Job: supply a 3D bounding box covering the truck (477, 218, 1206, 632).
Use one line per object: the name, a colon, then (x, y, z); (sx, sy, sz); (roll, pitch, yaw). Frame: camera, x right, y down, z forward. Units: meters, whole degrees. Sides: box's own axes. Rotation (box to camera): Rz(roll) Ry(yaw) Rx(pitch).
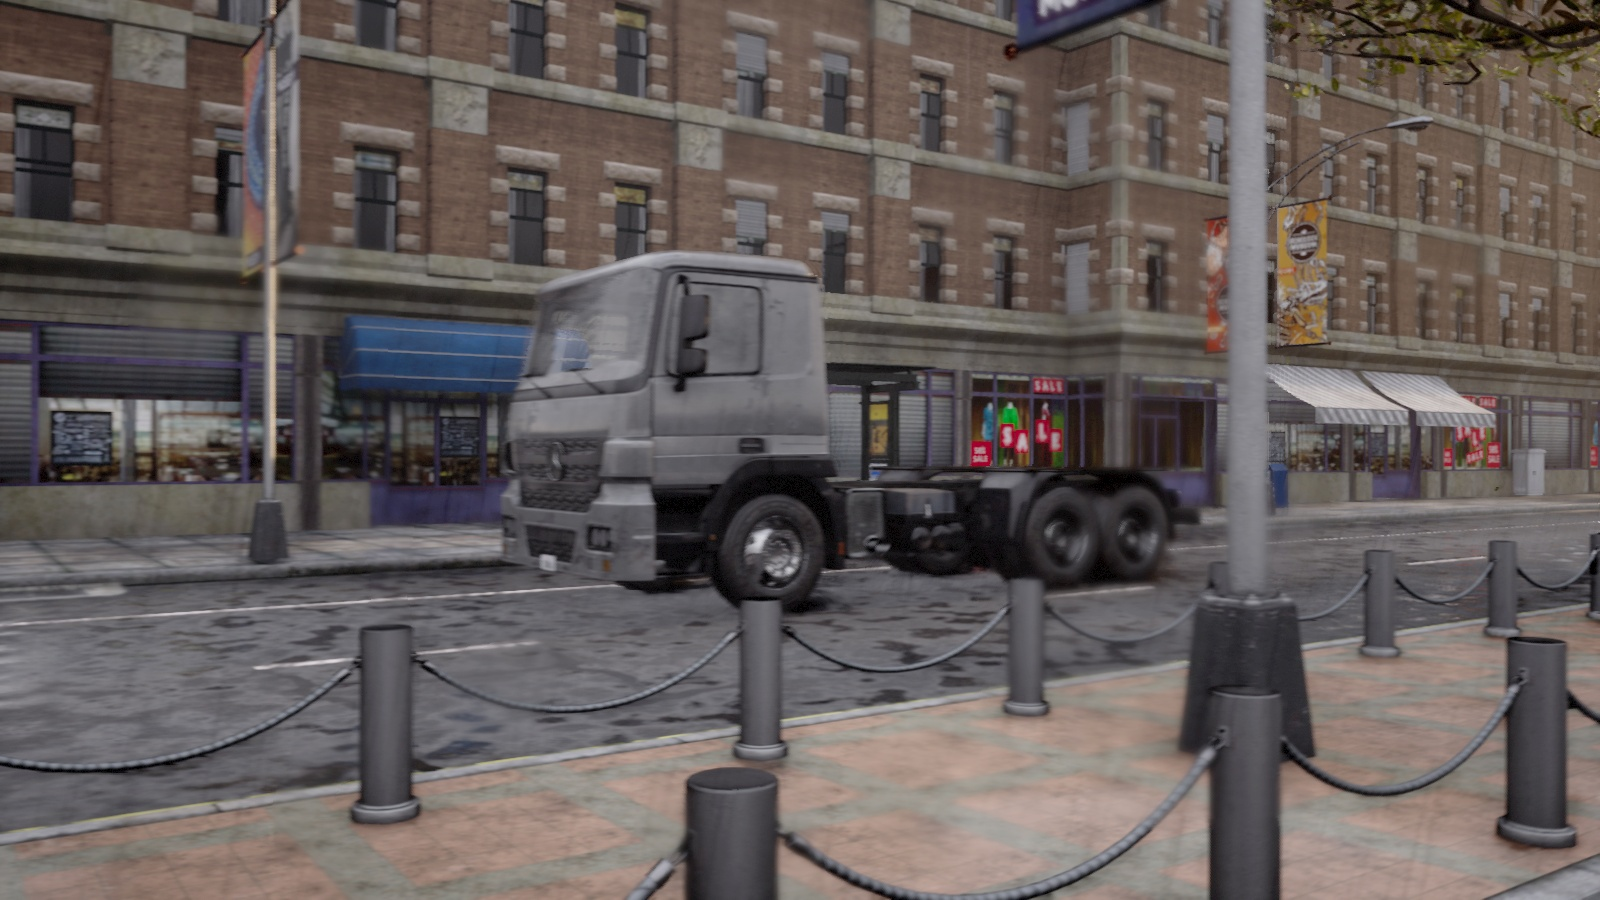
truck: (0.776, -0.204, 13.949); (7.936, 3.462, 2.891); (0, 0, -35)
